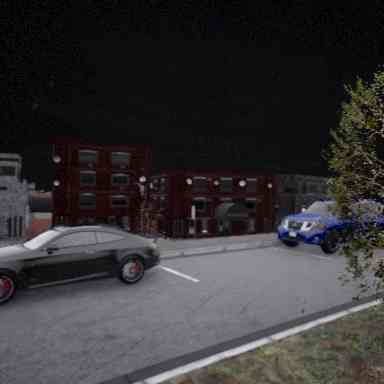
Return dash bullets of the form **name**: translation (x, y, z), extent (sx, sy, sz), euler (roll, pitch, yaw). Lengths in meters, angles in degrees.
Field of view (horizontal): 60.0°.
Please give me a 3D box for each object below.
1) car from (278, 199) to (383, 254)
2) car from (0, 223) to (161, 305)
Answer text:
- **car**: translation (6.220, 1.311, 14.183), extent (5.566, 2.045, 2.435), euler (1, -1, -32)
- **car**: translation (-2.985, 1.512, 8.074), extent (4.674, 1.452, 2.002), euler (0, 0, -34)
